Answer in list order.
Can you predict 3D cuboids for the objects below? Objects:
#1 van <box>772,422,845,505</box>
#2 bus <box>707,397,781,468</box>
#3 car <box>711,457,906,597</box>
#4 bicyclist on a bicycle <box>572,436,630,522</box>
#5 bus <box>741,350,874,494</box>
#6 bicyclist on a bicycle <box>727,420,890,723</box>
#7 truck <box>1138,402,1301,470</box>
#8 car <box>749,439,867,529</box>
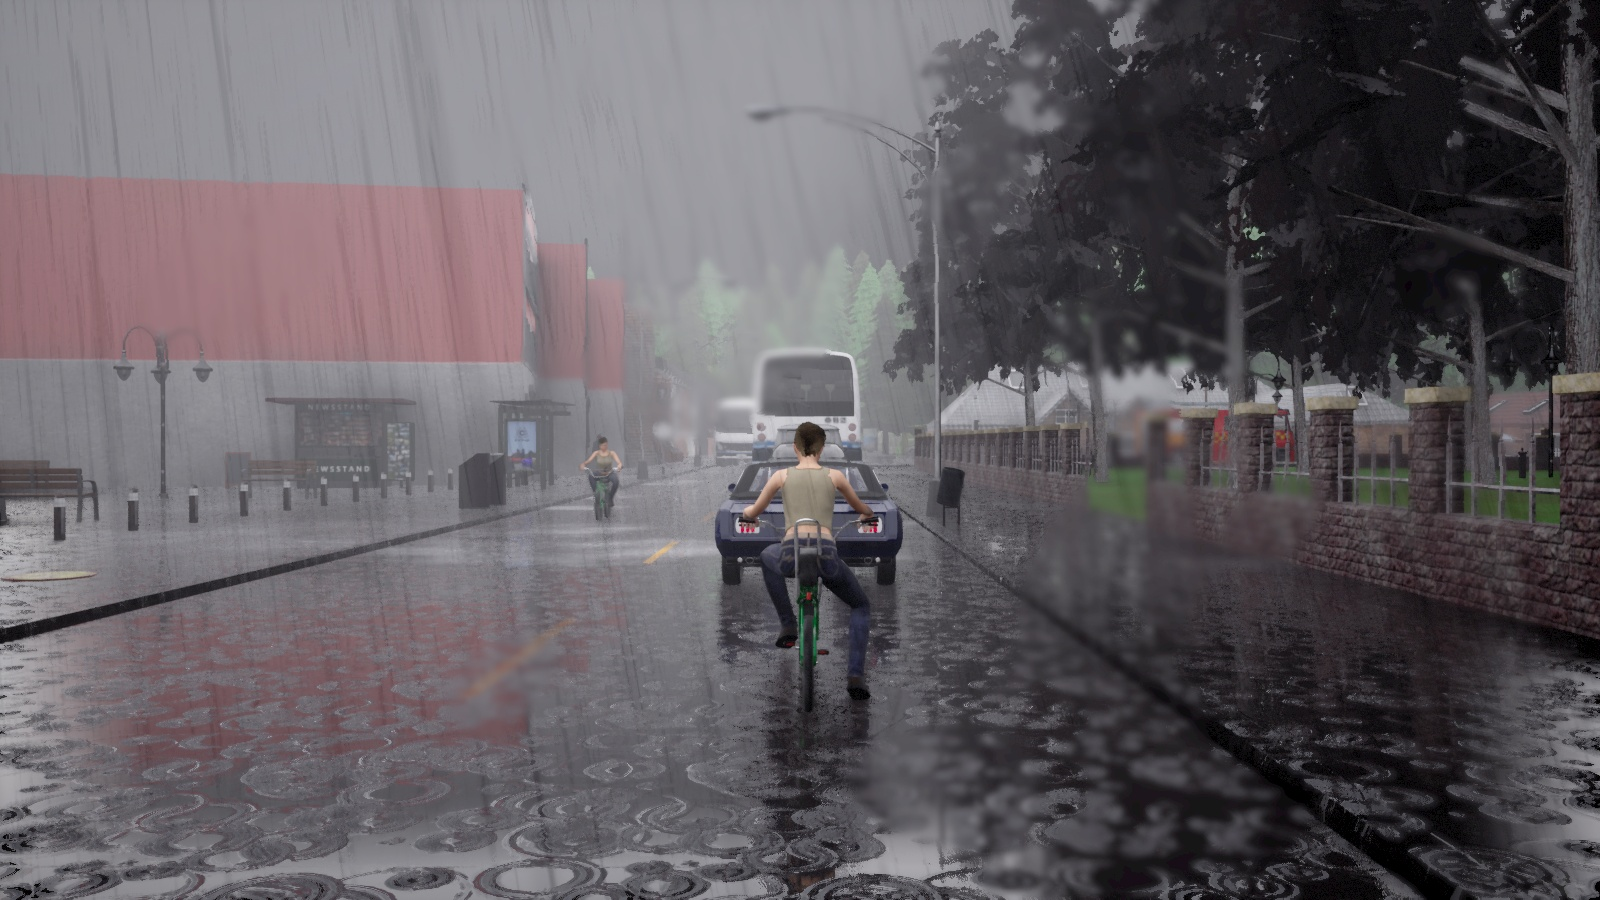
[{"bbox_3d":[0.217,0.315,32.578,1.775,1.987,4.442,0,0,0],"label":"van"},{"bbox_3d":[-3.510,-1.095,81.777,3.944,4.253,10.273,1,0,2],"label":"bus"},{"bbox_3d":[0.096,0.765,14.566,1.895,1.301,4.718,0,0,0],"label":"car"},{"bbox_3d":[-3.835,0.543,24.313,0.866,1.612,1.509,0,0,1],"label":"bicyclist on a bicycle"},{"bbox_3d":[0.289,-0.869,42.315,3.944,4.253,10.273,0,0,1],"label":"bus"},{"bbox_3d":[0.050,0.641,7.436,0.866,1.612,1.509,0,0,0],"label":"bicyclist on a bicycle"},{"bbox_3d":[24.151,-0.808,72.529,8.468,3.827,2.891,0,0,-1],"label":"truck"},{"bbox_3d":[0.156,0.560,23.591,2.007,1.525,4.514,0,0,0],"label":"car"}]
